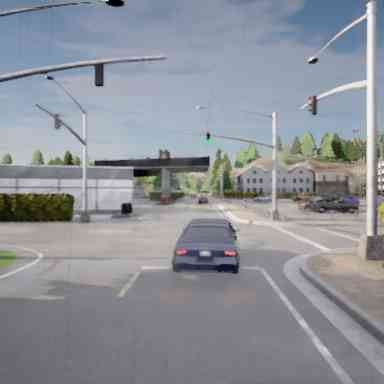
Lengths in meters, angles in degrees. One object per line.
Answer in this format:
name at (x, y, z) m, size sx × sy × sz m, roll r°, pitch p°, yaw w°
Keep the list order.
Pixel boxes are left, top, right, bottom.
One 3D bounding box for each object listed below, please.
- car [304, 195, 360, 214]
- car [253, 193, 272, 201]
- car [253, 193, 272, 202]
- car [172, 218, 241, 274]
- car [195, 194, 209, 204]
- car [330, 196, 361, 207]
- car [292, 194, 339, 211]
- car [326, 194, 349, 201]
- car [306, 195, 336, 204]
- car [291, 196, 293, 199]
car at (14.077, 1.356, 33.296) m, size 4.514 × 1.523 × 2.007 m, roll 0°, pitch 0°, yaw 1°
car at (15.686, 1.094, 73.986) m, size 3.866 × 1.878 × 1.905 m, roll 0°, pitch 0°, yaw 1°
car at (14.985, 1.377, 70.679) m, size 3.806 × 1.475 × 1.970 m, roll 0°, pitch 0°, yaw 1°
car at (0.579, 1.548, 10.596) m, size 2.033 × 1.411 × 5.357 m, roll 0°, pitch 0°, yaw 6°
car at (2.114, 1.493, 62.254) m, size 2.128 × 1.511 × 4.902 m, roll 0°, pitch 0°, yaw 2°
car at (22.101, 1.346, 48.067) m, size 3.633 × 1.501 × 1.845 m, roll 0°, pitch 0°, yaw 1°
car at (14.110, 1.347, 36.433) m, size 5.027 × 1.636 × 2.152 m, roll 0°, pitch 0°, yaw 1°
car at (33.657, 1.338, 77.156) m, size 4.514 × 1.523 × 2.007 m, roll 0°, pitch 0°, yaw 1°
car at (22.414, 1.324, 58.055) m, size 4.514 × 1.523 × 2.007 m, roll 0°, pitch 0°, yaw 1°
car at (23.462, 1.124, 70.488) m, size 4.605 × 1.855 × 1.932 m, roll 0°, pitch 0°, yaw 1°
